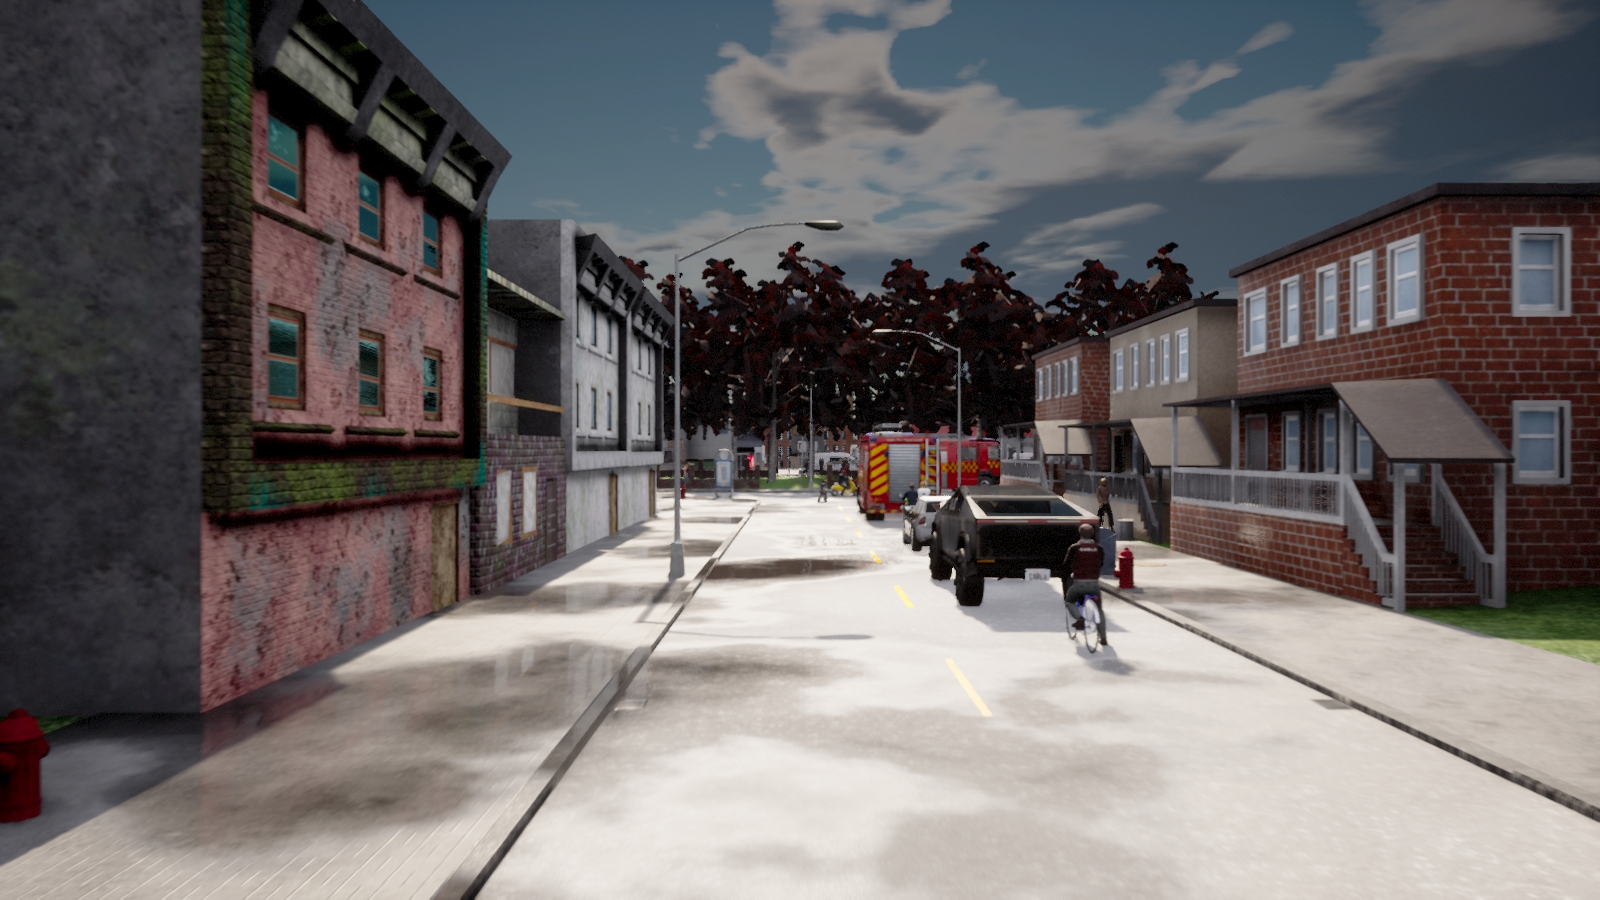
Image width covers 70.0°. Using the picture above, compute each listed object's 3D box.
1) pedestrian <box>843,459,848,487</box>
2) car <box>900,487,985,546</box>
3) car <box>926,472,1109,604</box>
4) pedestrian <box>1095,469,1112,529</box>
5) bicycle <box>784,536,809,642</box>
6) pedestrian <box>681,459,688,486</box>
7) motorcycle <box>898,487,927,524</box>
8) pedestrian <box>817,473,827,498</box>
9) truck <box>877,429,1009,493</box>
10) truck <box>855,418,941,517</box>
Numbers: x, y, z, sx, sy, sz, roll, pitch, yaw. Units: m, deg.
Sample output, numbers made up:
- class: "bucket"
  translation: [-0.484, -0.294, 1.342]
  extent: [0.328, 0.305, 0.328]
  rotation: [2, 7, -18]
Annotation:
- class: "pedestrian"
  translation: [3.051, 1.525, 76.673]
  extent: [0.375, 1.860, 0.375]
  rotation: [0, 0, 5]
- class: "car"
  translation: [4.005, 1.845, 32.732]
  extent: [1.970, 1.475, 3.806]
  rotation: [0, 0, 0]
- class: "car"
  translation: [4.002, 1.534, 22.337]
  extent: [2.390, 2.098, 6.274]
  rotation: [0, 0, 0]
- class: "pedestrian"
  translation: [9.422, 1.525, 35.520]
  extent: [0.375, 1.860, 0.375]
  rotation: [0, 0, -14]
- class: "bicycle"
  translation: [-0.045, 1.940, 16.292]
  extent: [0.329, 1.271, 1.835]
  rotation: [0, 0, 0]
- class: "pedestrian"
  translation: [-7.807, 1.526, 77.131]
  extent: [0.375, 1.860, 0.375]
  rotation: [0, 0, 2]
- class: "motorcycle"
  translation: [4.006, 1.963, 40.850]
  extent: [0.856, 1.236, 1.805]
  rotation: [0, 0, 0]
- class: "pedestrian"
  translation: [1.183, 1.910, 61.076]
  extent: [0.375, 1.300, 0.375]
  rotation: [0, 0, -39]
- class: "truck"
  translation: [9.139, 0.672, 72.457]
  extent: [8.468, 3.827, 2.891]
  rotation: [0, 0, -34]
- class: "truck"
  translation: [3.999, 0.672, 48.396]
  extent: [2.891, 3.827, 8.468]
  rotation: [0, 0, 0]
